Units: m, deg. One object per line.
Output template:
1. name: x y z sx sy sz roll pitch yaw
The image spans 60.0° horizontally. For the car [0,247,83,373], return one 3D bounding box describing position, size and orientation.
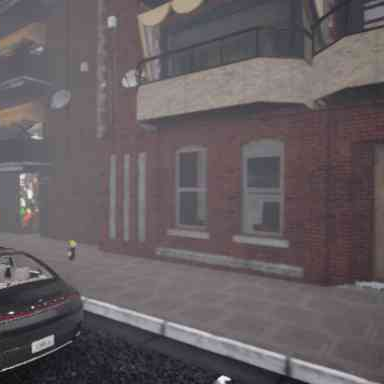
1. car: -3.530 1.553 5.185 4.403 1.369 2.008 0 1 35
